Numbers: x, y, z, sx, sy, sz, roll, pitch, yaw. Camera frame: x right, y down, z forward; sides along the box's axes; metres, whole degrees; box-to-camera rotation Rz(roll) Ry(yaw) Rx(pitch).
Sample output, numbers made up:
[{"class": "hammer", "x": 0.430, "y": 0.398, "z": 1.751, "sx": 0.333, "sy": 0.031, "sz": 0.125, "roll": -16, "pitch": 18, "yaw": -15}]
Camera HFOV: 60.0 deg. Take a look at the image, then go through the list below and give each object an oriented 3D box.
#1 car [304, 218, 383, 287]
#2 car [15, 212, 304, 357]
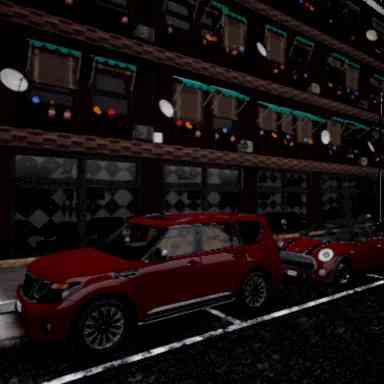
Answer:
[{"class": "car", "x": 4.150, "y": 1.528, "z": 9.528, "sx": 4.097, "sy": 1.590, "sz": 1.967, "roll": 1, "pitch": 0, "yaw": -36}, {"class": "car", "x": -0.433, "y": 1.347, "z": 6.251, "sx": 5.009, "sy": 1.841, "sz": 2.192, "roll": 1, "pitch": 0, "yaw": -36}]
